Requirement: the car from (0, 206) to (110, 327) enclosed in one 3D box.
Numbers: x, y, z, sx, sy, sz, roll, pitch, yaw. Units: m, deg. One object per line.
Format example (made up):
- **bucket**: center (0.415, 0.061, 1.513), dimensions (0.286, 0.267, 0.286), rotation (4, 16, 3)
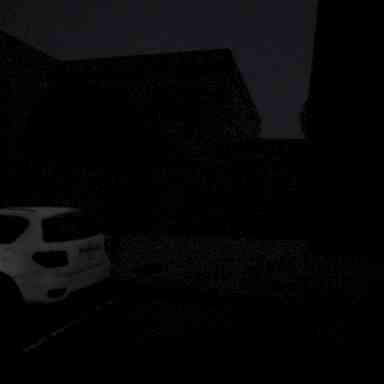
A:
- **car**: center (-4.507, 1.336, 7.184), dimensions (5.566, 2.045, 2.435), rotation (0, -1, 17)
